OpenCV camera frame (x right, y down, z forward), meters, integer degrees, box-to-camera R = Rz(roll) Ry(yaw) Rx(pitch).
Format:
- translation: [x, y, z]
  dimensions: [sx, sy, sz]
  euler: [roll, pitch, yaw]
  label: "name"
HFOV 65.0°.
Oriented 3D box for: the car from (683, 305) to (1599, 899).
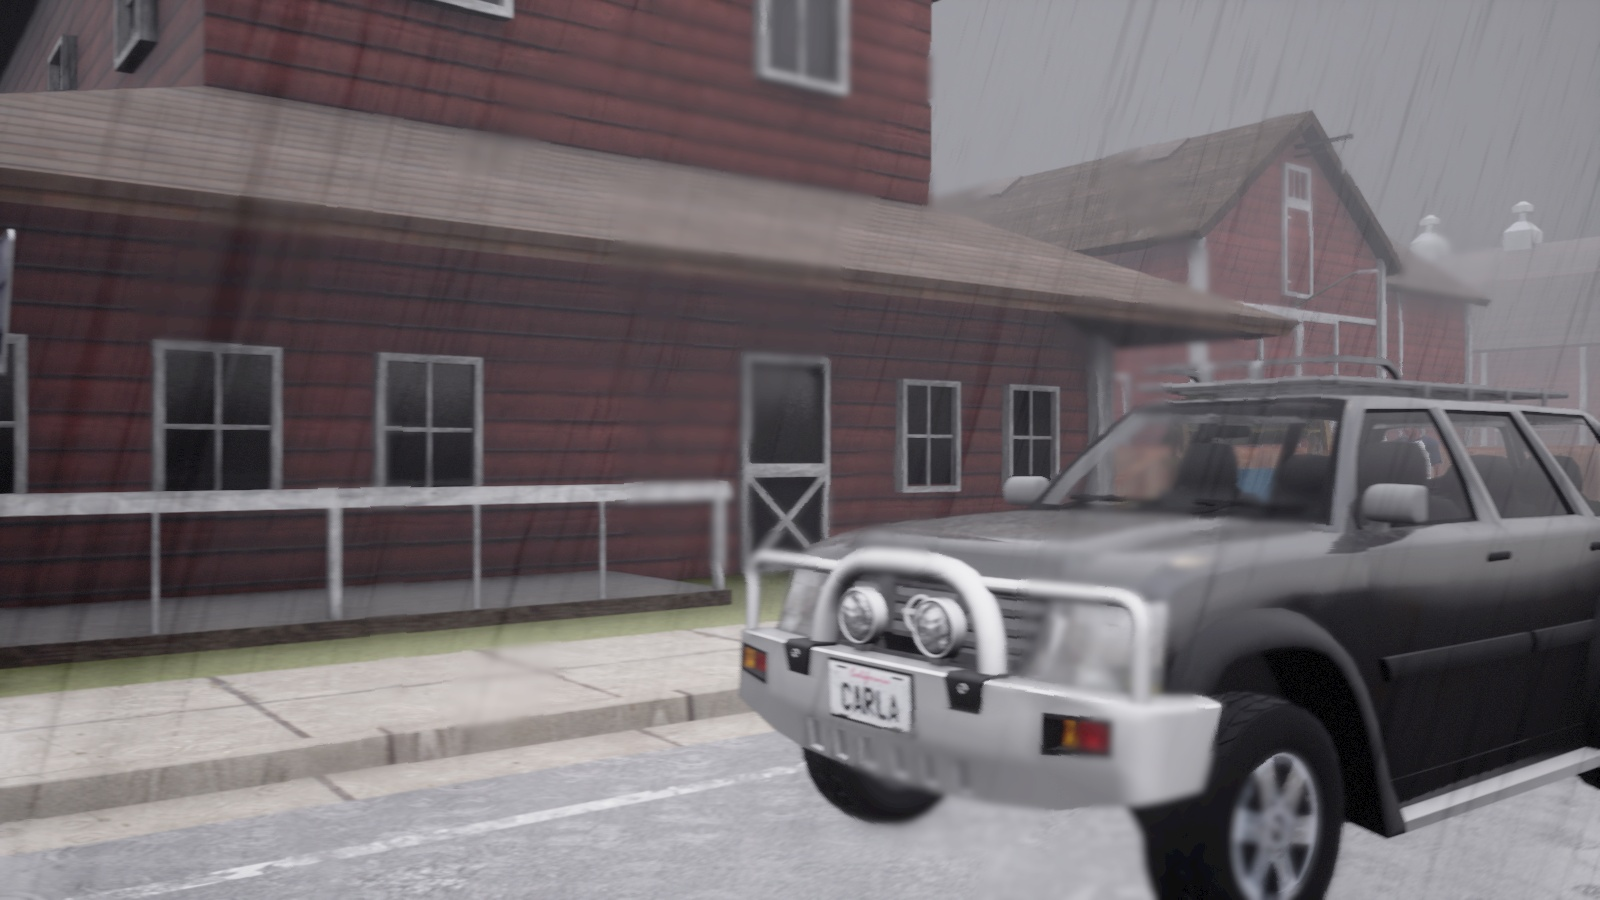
- translation: [1.988, 0.570, 5.266]
  dimensions: [4.605, 1.855, 1.932]
  euler: [0, 0, -37]
  label: "car"
